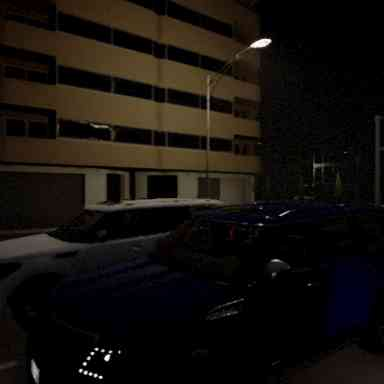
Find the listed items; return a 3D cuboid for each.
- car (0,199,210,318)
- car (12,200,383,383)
[{"bbox_3d":[-1.525,1.211,7.165,5.566,2.045,2.150,-1,1,-35],"label":"car"},{"bbox_3d":[0.853,1.213,4.568,5.566,2.045,2.150,-1,0,-35],"label":"car"}]
